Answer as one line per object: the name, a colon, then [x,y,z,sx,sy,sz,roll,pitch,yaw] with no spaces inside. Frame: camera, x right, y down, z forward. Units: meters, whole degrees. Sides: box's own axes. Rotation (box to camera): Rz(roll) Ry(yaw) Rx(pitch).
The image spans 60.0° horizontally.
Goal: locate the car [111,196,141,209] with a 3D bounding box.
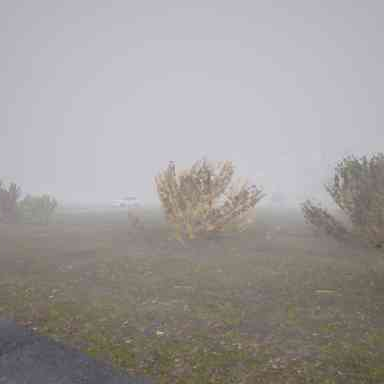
car: [-11.115,1.712,56.180,2.150,2.045,5.566,-1,-1,36]
